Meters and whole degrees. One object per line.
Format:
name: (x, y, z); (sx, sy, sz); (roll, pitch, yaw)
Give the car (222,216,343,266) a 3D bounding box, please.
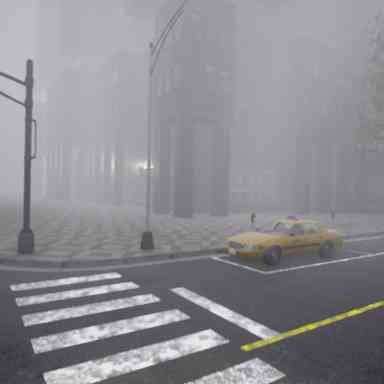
car: (3.248, 1.539, 11.507); (4.829, 1.417, 1.752); (1, 0, -34)
